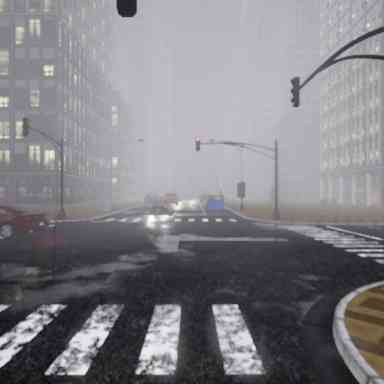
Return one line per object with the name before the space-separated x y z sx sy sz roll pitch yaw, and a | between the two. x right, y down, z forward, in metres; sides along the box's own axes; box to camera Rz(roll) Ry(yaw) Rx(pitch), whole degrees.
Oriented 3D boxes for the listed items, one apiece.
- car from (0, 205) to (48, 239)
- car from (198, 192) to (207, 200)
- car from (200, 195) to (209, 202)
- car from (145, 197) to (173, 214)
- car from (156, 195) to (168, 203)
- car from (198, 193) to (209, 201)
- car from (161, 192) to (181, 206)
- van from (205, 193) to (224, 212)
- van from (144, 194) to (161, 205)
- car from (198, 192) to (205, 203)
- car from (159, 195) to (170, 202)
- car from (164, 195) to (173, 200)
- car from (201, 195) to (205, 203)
car | -9.692 1.372 16.478 5.008 1.535 1.882 1 -1 11
car | 2.621 1.040 86.509 2.192 1.841 5.009 0 0 0
car | 2.583 1.324 69.891 1.887 1.381 4.507 0 0 0
car | -3.287 1.493 34.331 1.895 1.301 4.718 0 0 0
car | -5.810 1.364 64.370 1.947 1.339 4.313 0 0 0
car | 2.596 1.076 75.430 2.192 1.841 5.009 0 0 0
car | -3.226 1.061 51.568 2.150 2.045 5.566 0 0 0
van | 2.625 1.226 36.659 1.690 1.788 3.998 0 0 0
van | -5.845 1.192 47.751 1.690 1.788 3.998 0 0 0
car | 2.572 1.112 64.351 2.192 1.841 5.009 0 0 0
car | -5.797 1.331 69.908 2.008 1.369 4.403 0 0 0
car | -5.773 1.325 80.988 1.802 1.307 4.206 0 0 0
car | 2.546 1.412 42.198 1.887 1.381 4.507 0 0 0
